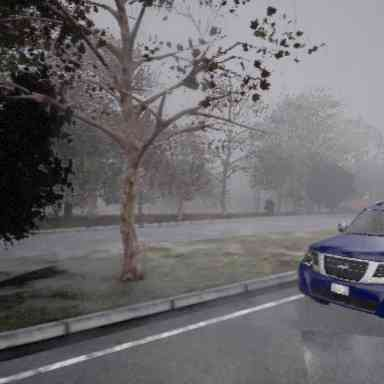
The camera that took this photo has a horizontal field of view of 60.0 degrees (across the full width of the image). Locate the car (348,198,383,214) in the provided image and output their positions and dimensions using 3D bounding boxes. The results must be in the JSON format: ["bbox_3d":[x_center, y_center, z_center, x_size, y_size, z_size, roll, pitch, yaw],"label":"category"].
[{"bbox_3d":[25.085,1.957,46.248,2.435,2.045,5.566,2,-1,-35],"label":"car"}]

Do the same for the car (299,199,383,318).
[{"bbox_3d":[4.683,1.246,7.035,5.566,2.045,2.150,0,0,-35],"label":"car"}]

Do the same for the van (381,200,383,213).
[{"bbox_3d":[31.794,2.310,51.136,1.878,1.987,4.442,3,-2,-35],"label":"van"}]
